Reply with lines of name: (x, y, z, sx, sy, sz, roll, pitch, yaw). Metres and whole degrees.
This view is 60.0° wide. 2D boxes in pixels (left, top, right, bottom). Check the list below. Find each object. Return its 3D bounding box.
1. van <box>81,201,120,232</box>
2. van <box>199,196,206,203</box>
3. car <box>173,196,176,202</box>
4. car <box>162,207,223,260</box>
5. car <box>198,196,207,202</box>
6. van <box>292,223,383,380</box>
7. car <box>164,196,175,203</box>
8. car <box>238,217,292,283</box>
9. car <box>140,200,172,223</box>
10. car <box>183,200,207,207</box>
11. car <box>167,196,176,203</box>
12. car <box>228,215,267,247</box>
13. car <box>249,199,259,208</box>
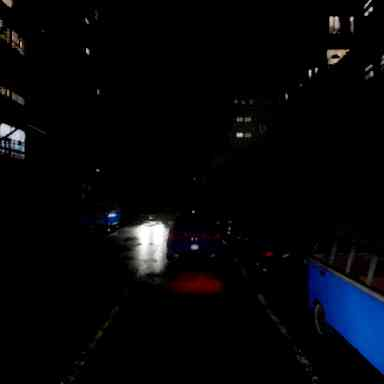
van: (-5.675, 1.497, 21.011, 1.690, 1.788, 3.998, 0, 0, 0)
van: (2.737, 2.061, 87.315, 1.690, 1.788, 3.998, 0, -1, 0)
car: (-5.644, 2.244, 87.148, 1.752, 1.417, 4.829, 0, -1, 0)
car: (0.092, 1.572, 12.888, 1.882, 1.535, 5.008, 0, 0, 0)
car: (2.733, 2.213, 81.683, 1.887, 1.381, 4.507, 0, -1, 0)
van: (2.697, 1.371, 4.022, 1.690, 1.788, 3.998, 0, 0, 0)
car: (-5.650, 2.183, 76.057, 1.947, 1.339, 4.313, 0, -1, 0)
car: (2.699, 1.637, 9.682, 1.947, 1.339, 4.313, 0, 0, 0)
car: (-3.085, 1.695, 27.285, 2.128, 1.511, 4.902, 0, 0, 0)
car: (0.111, 1.806, 32.188, 1.994, 1.385, 4.181, 0, 0, 0)
car: (-5.641, 2.089, 92.950, 2.192, 1.841, 5.009, 0, -1, 0)
car: (2.701, 1.679, 15.345, 1.947, 1.339, 4.313, 0, 0, 0)
car: (13.498, 2.104, 63.726, 5.009, 1.841, 2.192, 1, -2, 0)
